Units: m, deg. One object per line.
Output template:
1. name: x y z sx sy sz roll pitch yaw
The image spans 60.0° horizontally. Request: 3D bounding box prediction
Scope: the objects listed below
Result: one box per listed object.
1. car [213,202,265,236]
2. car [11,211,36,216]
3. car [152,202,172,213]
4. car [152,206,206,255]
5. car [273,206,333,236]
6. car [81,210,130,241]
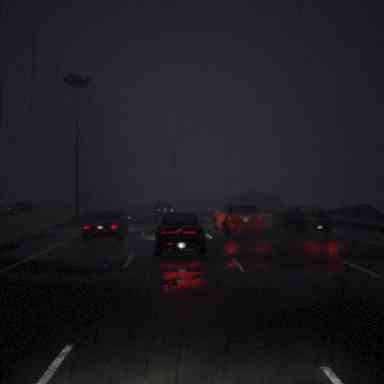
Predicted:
1. car: 2.515 1.409 18.842 2.097 1.767 4.553 0 0 -5
2. car: -17.928 1.697 35.410 1.837 1.490 4.892 0 0 -12
3. car: -2.807 1.671 32.029 2.033 1.411 5.357 0 0 -10
4. car: -0.522 1.555 13.623 1.837 1.490 4.892 0 0 -4
5. car: 6.045 1.535 18.690 2.128 1.511 4.902 0 0 -5
6. car: -4.302 1.624 17.179 2.033 1.411 5.357 0 0 -6
